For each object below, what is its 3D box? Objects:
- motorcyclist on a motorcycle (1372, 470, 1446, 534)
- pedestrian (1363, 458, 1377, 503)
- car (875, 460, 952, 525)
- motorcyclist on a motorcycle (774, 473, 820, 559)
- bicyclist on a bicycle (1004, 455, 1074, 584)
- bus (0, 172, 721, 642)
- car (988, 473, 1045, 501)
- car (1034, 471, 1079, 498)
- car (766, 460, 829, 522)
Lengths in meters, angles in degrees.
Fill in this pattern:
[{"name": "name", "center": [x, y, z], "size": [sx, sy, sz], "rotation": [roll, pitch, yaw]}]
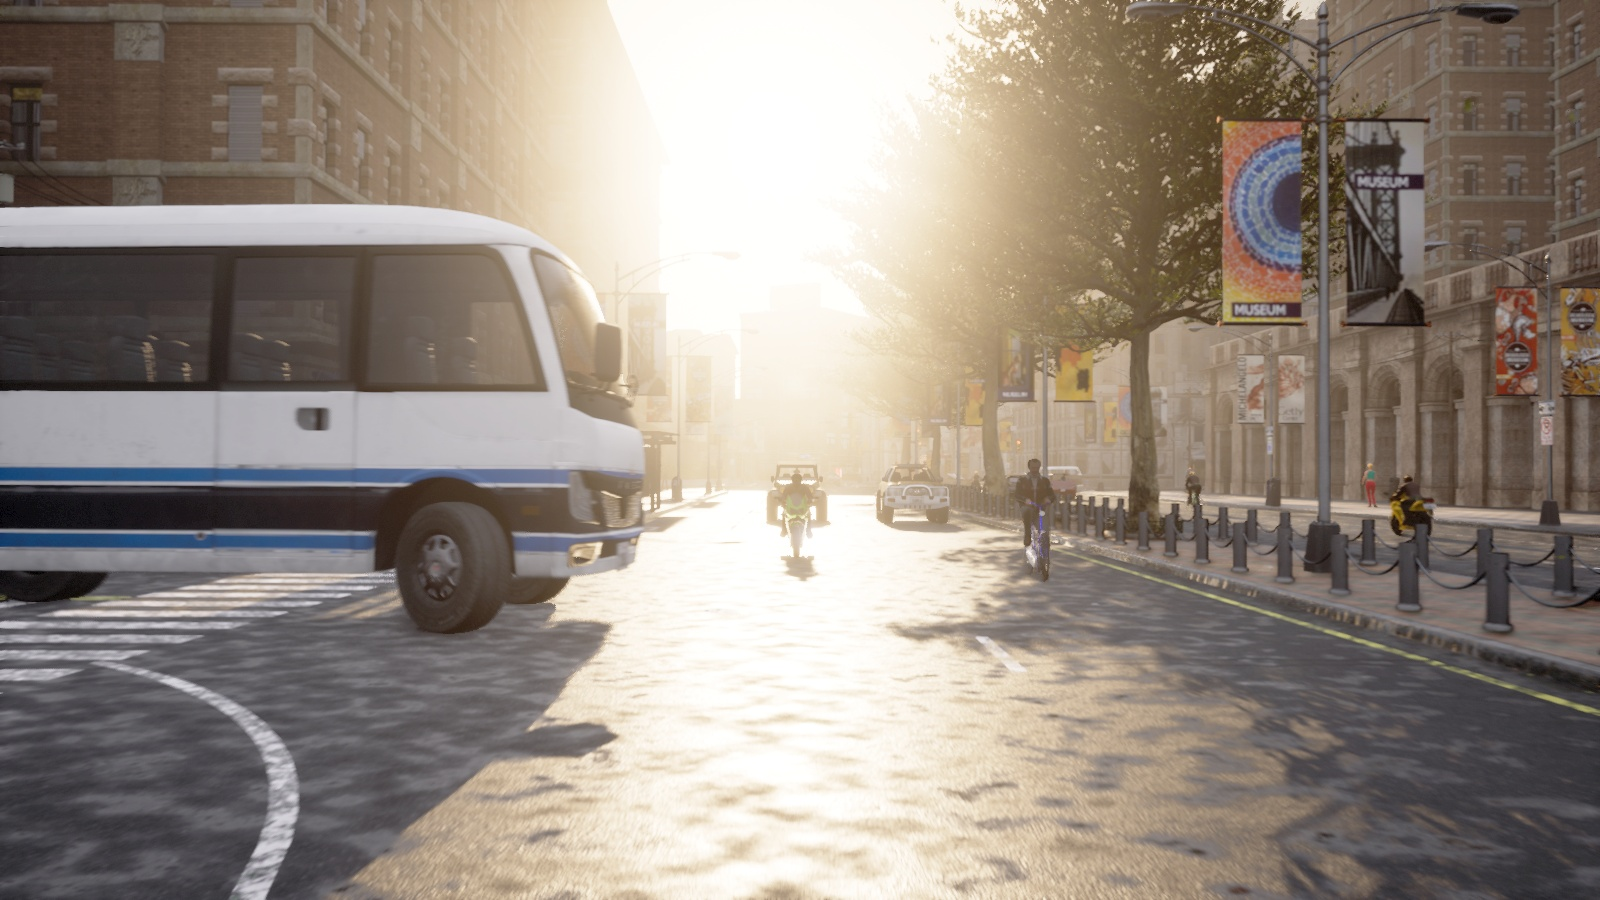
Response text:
[{"name": "motorcyclist on a motorcycle", "center": [14.930, 1.251, 30.853], "size": [0.797, 1.523, 2.044], "rotation": [0, -1, 0]}, {"name": "pedestrian", "center": [23.483, 1.239, 51.737], "size": [0.345, 1.836, 0.594], "rotation": [0, -1, 6]}, {"name": "car", "center": [3.412, 1.261, 38.587], "size": [1.932, 1.855, 4.605], "rotation": [0, -1, 0]}, {"name": "motorcyclist on a motorcycle", "center": [-0.053, 1.183, 23.176], "size": [0.797, 1.523, 2.044], "rotation": [0, -1, 0]}, {"name": "bicyclist on a bicycle", "center": [3.458, 0.976, 18.292], "size": [0.659, 1.776, 1.843], "rotation": [0, -1, 0]}, {"name": "bus", "center": [-6.211, -0.310, 13.603], "size": [10.273, 4.253, 3.944], "rotation": [0, -2, 3]}, {"name": "car", "center": [11.350, 1.919, 66.161], "size": [2.033, 1.411, 5.357], "rotation": [0, -1, 0]}, {"name": "car", "center": [14.835, 1.981, 72.764], "size": [1.845, 1.501, 3.633], "rotation": [0, -1, 0]}, {"name": "car", "center": [-0.092, 1.281, 40.206], "size": [1.905, 1.878, 3.866], "rotation": [0, -1, 0]}]
